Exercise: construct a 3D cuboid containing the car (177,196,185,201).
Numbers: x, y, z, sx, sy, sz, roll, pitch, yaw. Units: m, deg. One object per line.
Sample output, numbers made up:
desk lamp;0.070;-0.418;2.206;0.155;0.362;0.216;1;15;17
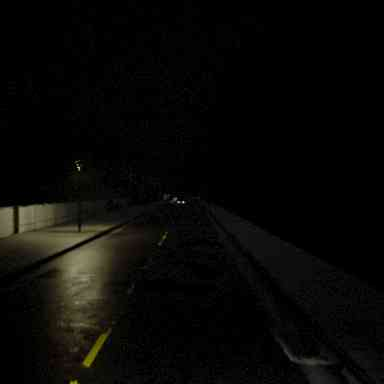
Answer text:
car;-2.752;1.637;84.291;1.994;1.385;4.181;0;0;0
